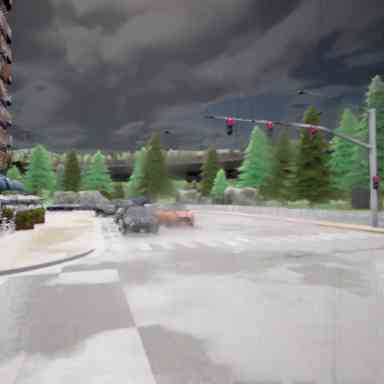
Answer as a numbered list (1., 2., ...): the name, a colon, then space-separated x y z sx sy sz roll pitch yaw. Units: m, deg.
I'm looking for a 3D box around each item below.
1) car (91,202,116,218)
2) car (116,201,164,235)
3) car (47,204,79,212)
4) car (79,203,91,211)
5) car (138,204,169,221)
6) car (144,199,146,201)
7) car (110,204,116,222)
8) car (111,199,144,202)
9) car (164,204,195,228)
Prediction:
1. car: -10.114 2.228 39.821 1.837 1.490 4.892 0 -1 -34
2. car: -3.469 1.702 21.307 2.097 1.767 4.553 0 -1 -17
3. car: -22.387 2.735 57.094 4.718 1.301 1.895 -1 -1 14
4. car: -18.766 2.704 59.757 4.181 1.385 1.994 -1 -1 16
5. car: -4.089 2.071 34.919 2.128 1.511 4.902 0 -1 -20
6. car: -9.656 2.182 54.604 5.566 2.045 2.150 -1 -1 37
7. car: -6.098 2.074 30.405 2.033 1.411 5.357 0 -1 -17
8. car: -9.109 2.010 44.330 2.150 2.045 5.566 0 -2 -41
9. car: -1.287 1.760 26.219 2.097 1.767 4.553 0 -1 -17
